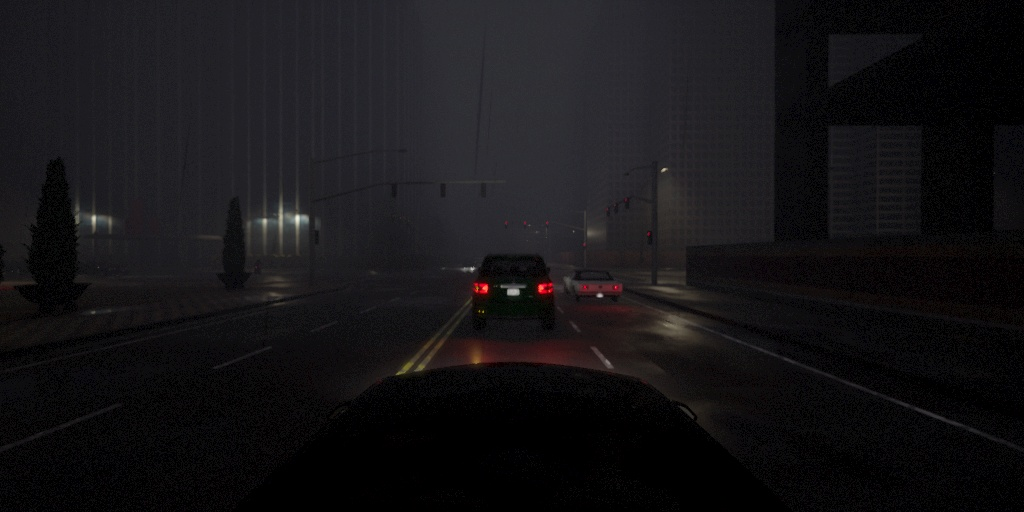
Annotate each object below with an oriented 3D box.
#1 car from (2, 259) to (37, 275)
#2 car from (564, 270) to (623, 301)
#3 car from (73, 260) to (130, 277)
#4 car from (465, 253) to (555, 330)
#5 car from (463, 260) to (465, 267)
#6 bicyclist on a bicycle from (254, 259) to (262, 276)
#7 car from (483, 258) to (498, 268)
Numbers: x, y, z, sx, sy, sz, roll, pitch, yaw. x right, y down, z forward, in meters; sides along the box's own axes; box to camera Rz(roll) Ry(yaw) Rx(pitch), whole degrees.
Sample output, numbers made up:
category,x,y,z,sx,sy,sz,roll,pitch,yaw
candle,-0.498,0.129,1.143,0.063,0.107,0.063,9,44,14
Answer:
category,x,y,z,sx,sy,sz,roll,pitch,yaw
car,-50.665,1.206,36.764,4.181,1.385,1.994,0,0,3
car,3.599,1.305,16.817,1.895,1.301,4.718,0,0,0
car,-38.426,1.144,33.192,4.902,1.511,2.128,0,0,0
car,0.061,0.943,11.190,2.150,2.045,5.566,0,0,1
car,-6.998,1.067,59.432,2.128,1.511,4.902,0,0,0
bicyclist on a bicycle,-24.632,1.102,34.742,0.582,1.620,1.656,0,0,-13
car,-3.497,1.123,59.217,2.033,1.411,5.357,0,0,1
